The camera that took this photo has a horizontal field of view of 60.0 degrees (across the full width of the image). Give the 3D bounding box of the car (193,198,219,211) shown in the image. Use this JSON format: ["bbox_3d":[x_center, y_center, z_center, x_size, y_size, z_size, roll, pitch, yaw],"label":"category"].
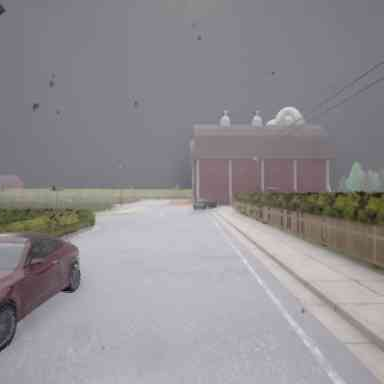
[{"bbox_3d":[1.920,1.601,44.174,2.128,1.511,4.902,-1,1,29],"label":"car"}]

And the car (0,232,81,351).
[{"bbox_3d":[-3.579,1.552,6.332,1.812,1.442,4.674,0,0,0],"label":"car"}]
